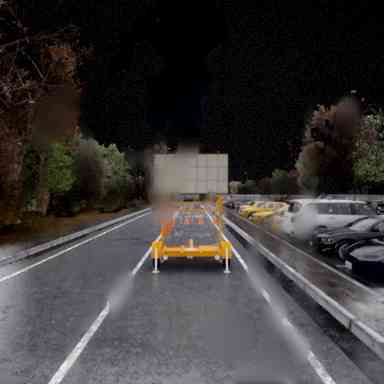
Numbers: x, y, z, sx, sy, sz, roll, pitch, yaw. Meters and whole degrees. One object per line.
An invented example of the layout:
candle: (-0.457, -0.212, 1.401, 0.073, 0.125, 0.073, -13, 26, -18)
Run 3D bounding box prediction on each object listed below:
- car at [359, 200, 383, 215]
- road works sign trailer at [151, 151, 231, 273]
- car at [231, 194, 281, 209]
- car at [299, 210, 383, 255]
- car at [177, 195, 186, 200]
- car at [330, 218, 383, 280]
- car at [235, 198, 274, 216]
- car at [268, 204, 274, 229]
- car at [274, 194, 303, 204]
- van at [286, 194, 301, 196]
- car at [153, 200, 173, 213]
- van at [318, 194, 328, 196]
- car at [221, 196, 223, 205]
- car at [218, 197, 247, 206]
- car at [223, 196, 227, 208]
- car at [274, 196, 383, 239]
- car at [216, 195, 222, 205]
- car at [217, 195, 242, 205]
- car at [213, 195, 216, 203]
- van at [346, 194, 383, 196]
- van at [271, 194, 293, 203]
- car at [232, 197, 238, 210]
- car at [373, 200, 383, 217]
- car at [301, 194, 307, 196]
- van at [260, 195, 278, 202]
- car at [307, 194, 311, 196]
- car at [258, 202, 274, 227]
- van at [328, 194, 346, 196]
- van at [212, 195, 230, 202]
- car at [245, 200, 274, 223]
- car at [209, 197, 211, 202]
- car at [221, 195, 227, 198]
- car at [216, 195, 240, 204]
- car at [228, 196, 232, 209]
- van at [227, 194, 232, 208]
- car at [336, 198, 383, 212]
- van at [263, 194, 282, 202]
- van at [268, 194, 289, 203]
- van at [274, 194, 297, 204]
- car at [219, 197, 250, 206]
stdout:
car: (20.106, 1.563, 34.096, 4.792, 1.488, 2.163, 0, 0, 0)
road works sign trailer: (-0.016, 0.479, 10.707, 2.380, 3.560, 2.880, 0, 0, 0)
car: (7.051, 1.425, 37.031, 4.553, 1.767, 2.185, 0, 0, 0)
car: (6.825, 1.596, 12.054, 5.008, 1.535, 2.097, 0, 0, 0)
car: (-2.869, 1.669, 90.892, 2.150, 2.045, 5.566, 0, -1, 0)
car: (6.768, 1.635, 9.279, 4.792, 1.488, 2.163, 0, 0, 0)
car: (6.769, 1.539, 28.833, 5.366, 1.575, 1.946, 0, 0, 0)
car: (7.050, 1.574, 17.605, 5.366, 1.575, 1.946, 0, 0, 0)
car: (20.338, 1.466, 70.231, 5.566, 2.045, 2.435, 0, 0, 0)
van: (20.416, 1.447, 61.920, 4.442, 1.987, 1.878, 0, 0, 0)
car: (-3.292, 1.642, 38.235, 1.994, 1.385, 4.181, 0, 0, 0)
van: (20.048, 1.358, 45.176, 4.442, 1.987, 1.878, 0, 0, 0)
car: (7.080, 1.637, 48.133, 4.792, 1.488, 2.163, 0, 0, 0)
car: (7.192, 1.667, 59.237, 4.892, 1.521, 2.231, 0, 0, 0)
car: (7.058, 1.622, 45.357, 4.792, 1.488, 2.163, 0, 0, 0)
car: (6.870, 1.335, 14.829, 5.566, 2.045, 2.435, 0, 0, 0)
car: (6.968, 1.634, 53.687, 5.366, 1.575, 1.946, 0, 0, 0)
car: (7.211, 1.570, 64.790, 4.553, 1.767, 2.185, 0, 0, 0)
car: (7.035, 1.678, 62.015, 5.366, 1.575, 1.946, 0, 0, 0)
van: (19.990, 1.316, 36.850, 4.442, 1.987, 1.878, 0, 0, 0)
van: (20.526, 1.521, 75.645, 4.442, 1.987, 1.878, 0, 0, 0)
car: (6.992, 1.543, 34.252, 4.892, 1.521, 2.231, 0, 0, 0)
car: (20.084, 1.560, 31.456, 4.792, 1.488, 2.163, 0, 0, 0)
car: (20.182, 1.362, 50.714, 5.566, 2.045, 2.435, 0, 0, 0)
van: (20.638, 1.755, 89.476, 4.442, 1.987, 1.878, 0, -1, 0)
car: (20.159, 1.347, 47.944, 5.566, 2.045, 2.435, 0, 0, 0)
car: (6.893, 1.569, 20.383, 4.892, 1.521, 2.231, 0, 0, 0)
van: (20.260, 1.343, 42.403, 4.442, 1.987, 1.878, 0, 0, 0)
van: (7.281, 1.648, 84.207, 4.442, 1.987, 1.878, 0, -1, 0)
car: (6.723, 1.556, 23.160, 5.366, 1.575, 1.946, 0, 0, 0)
car: (7.382, 1.519, 78.671, 5.566, 2.045, 2.435, 0, 0, 0)
car: (7.102, 1.651, 50.909, 4.792, 1.488, 2.163, 0, 0, 0)
car: (7.233, 1.585, 67.566, 4.553, 1.767, 2.185, 0, 0, 0)
car: (7.072, 1.592, 39.804, 4.792, 1.488, 2.163, 0, 0, 0)
van: (7.181, 1.351, 42.581, 4.442, 1.987, 1.878, 0, 0, 0)
car: (20.126, 1.554, 39.633, 5.008, 1.535, 2.097, 0, 0, 0)
van: (20.359, 1.637, 83.940, 4.442, 1.987, 1.878, 0, -1, 0)
van: (20.316, 1.536, 78.549, 4.442, 1.987, 1.878, 0, -1, 0)
van: (20.505, 1.506, 73.000, 4.442, 1.987, 1.878, 0, 0, 0)
car: (7.182, 1.653, 56.461, 4.892, 1.521, 2.231, 0, 0, 0)
